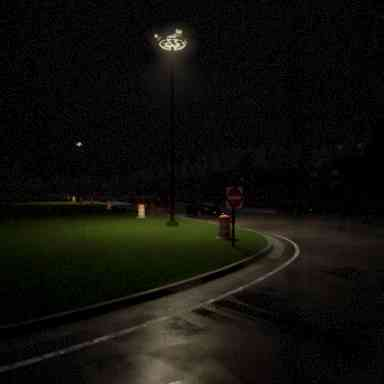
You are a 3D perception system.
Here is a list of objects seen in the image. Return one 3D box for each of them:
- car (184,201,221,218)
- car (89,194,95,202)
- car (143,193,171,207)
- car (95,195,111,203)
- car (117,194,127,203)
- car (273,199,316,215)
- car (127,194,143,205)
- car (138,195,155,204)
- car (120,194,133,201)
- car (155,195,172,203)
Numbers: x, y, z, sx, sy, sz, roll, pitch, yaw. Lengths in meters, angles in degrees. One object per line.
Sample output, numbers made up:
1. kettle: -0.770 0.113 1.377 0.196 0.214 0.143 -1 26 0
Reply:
1. car: 0.874 1.524 29.817 1.812 1.442 4.674 0 0 -25
2. car: -23.046 1.521 79.959 1.812 1.442 4.674 0 0 -25
3. car: -5.144 1.219 50.680 2.150 2.045 5.566 0 0 -25
4. car: -18.608 1.537 70.614 2.033 1.411 5.357 0 0 -25
5. car: -14.317 1.550 69.737 1.994 1.385 4.181 0 0 -25
6. car: 10.418 1.489 34.195 2.128 1.511 4.902 0 0 -25
7. car: -9.779 1.475 60.349 1.882 1.535 5.008 0 0 -25
8. car: -9.186 1.474 67.093 1.882 1.535 5.008 0 0 -25
9. car: -16.252 1.352 81.969 2.097 1.767 4.553 0 0 -25
10. car: -5.854 1.474 68.233 1.882 1.535 5.008 0 0 -25
